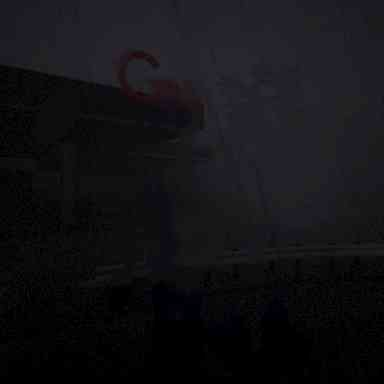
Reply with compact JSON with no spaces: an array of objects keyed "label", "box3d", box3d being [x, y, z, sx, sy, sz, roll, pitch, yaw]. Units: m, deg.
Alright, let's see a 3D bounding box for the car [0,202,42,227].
[{"label":"car","box3d":[-10.345,1.406,21.591,3.633,1.501,1.845,0,0,-36]}]
